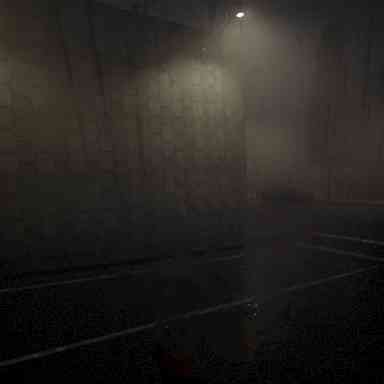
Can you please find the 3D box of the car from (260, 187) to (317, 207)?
[{"bbox_3d":[8.025,0.322,28.079,1.882,1.535,5.008,-5,5,-35],"label":"car"}]
